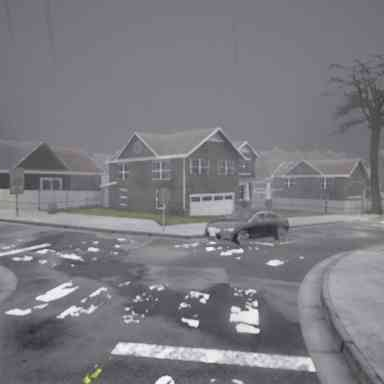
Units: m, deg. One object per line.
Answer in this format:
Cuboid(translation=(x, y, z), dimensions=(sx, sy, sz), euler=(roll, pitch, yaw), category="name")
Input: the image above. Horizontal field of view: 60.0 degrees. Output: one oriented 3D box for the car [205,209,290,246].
Cuboid(translation=(2.753, 1.596, 15.942), dimensions=(4.902, 1.511, 2.128), euler=(1, 1, -41), category="car")
